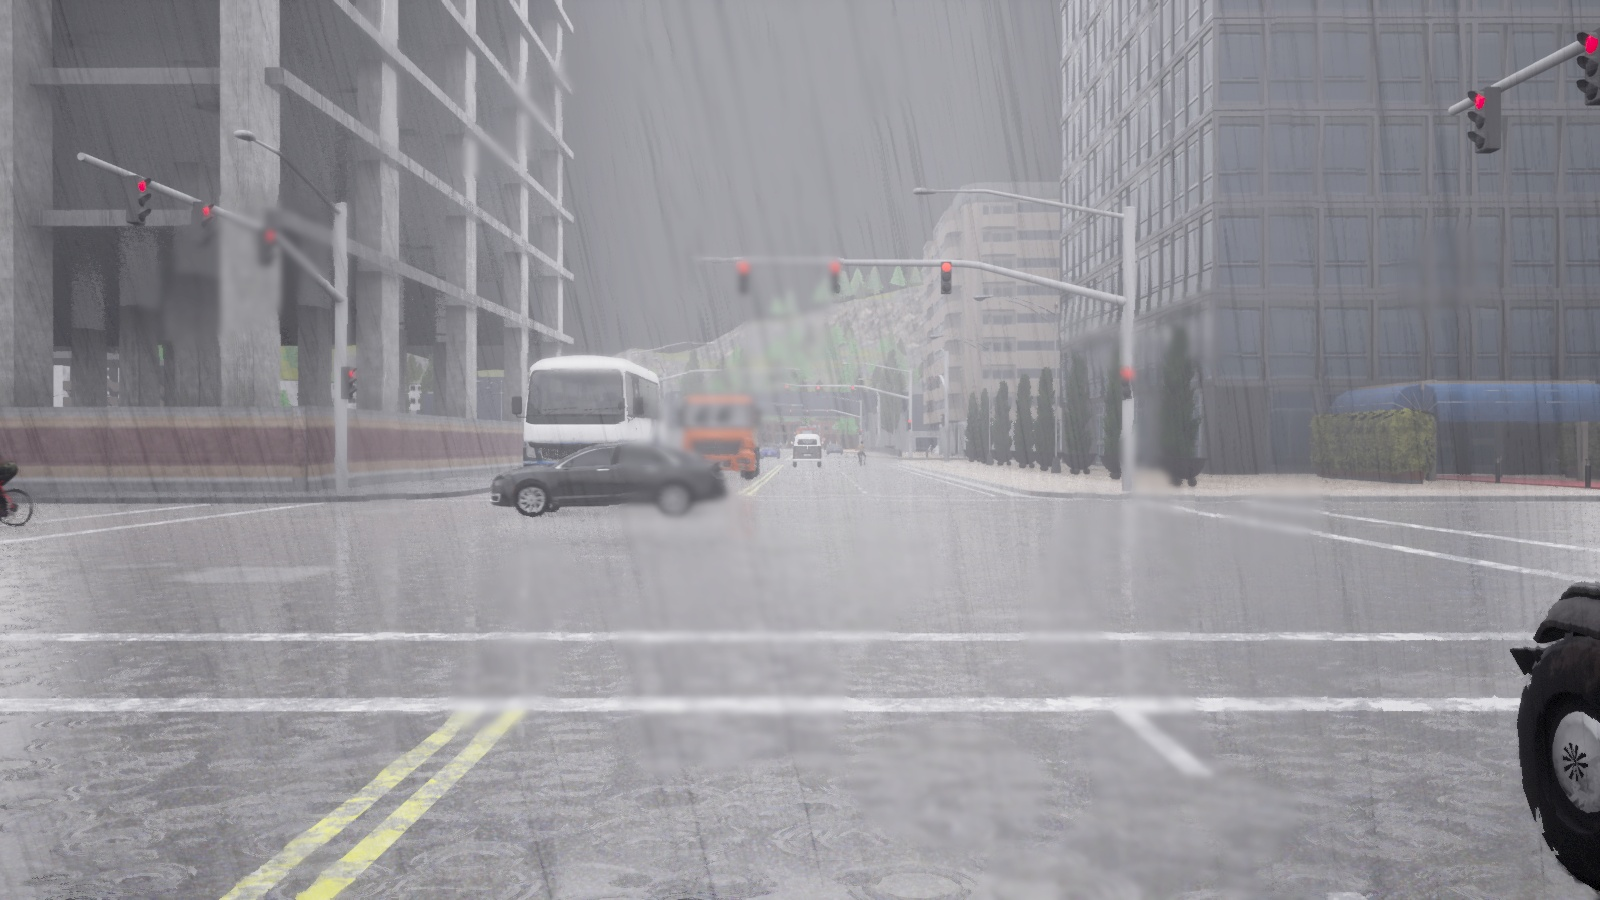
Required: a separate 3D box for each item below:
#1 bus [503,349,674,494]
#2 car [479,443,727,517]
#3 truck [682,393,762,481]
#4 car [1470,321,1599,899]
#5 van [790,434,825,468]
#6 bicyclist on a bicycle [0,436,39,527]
[{"bbox_3d":[-6.747,-0.873,42.103,3.944,4.253,10.273,0,0,0],"label":"bus"},{"bbox_3d":[-4.010,0.601,26.150,4.892,1.490,1.837,0,0,-1],"label":"car"},{"bbox_3d":[-3.185,-0.539,53.286,2.891,3.462,7.936,0,0,0],"label":"truck"},{"bbox_3d":[3.532,0.529,2.910,1.905,1.878,3.866,0,0,0],"label":"car"},{"bbox_3d":[0.452,0.032,77.677,2.069,2.038,4.480,0,0,0],"label":"van"},{"bbox_3d":[-14.691,0.560,22.577,1.656,1.620,0.582,0,0,0],"label":"bicyclist on a bicycle"}]
